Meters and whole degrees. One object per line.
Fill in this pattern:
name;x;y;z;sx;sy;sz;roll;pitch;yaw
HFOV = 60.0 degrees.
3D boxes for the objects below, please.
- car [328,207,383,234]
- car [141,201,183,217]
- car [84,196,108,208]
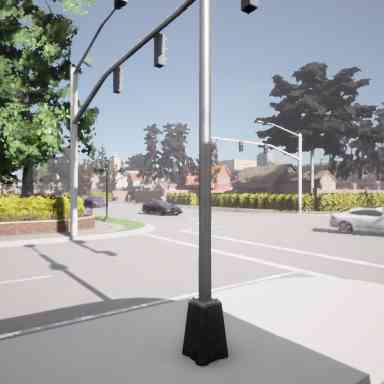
car;9.670;1.525;17.479;4.674;1.442;1.812;0;0;41
car;-3.031;1.547;32.275;2.033;1.411;5.357;0;0;-36
car;-13.524;1.351;46.780;2.097;1.767;4.553;0;0;-36
